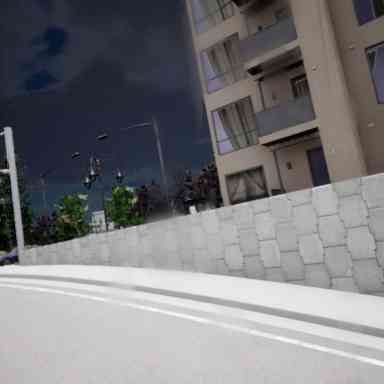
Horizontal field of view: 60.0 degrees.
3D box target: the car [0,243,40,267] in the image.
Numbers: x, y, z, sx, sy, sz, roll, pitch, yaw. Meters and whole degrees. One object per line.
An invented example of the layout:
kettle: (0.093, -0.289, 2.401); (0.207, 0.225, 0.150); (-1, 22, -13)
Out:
car: (-15.501, 5.641, 29.610); (2.097, 1.767, 4.553); (-15, -9, 35)
